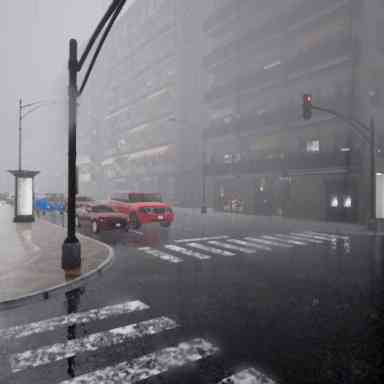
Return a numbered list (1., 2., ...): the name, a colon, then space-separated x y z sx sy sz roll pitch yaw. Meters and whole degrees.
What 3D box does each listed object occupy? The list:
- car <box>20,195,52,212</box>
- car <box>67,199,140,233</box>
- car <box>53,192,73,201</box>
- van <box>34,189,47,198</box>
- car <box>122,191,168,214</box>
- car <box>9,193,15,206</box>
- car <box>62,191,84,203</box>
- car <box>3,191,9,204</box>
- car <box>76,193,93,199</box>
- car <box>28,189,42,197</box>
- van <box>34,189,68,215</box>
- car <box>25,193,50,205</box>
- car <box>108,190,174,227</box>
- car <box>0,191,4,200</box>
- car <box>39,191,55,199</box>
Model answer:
1. car: -14.684 0.996 31.114 1.887 1.381 4.507 2 0 -36
2. car: -4.754 1.260 17.354 1.887 1.381 4.507 2 0 -36
3. car: -21.136 0.746 54.372 1.947 1.339 4.313 2 0 -36
4. van: -31.061 0.258 68.133 1.690 1.788 3.998 2 0 -36
5. car: -4.577 0.934 31.438 2.192 1.841 5.009 2 0 -36
6. car: -17.994 0.908 35.701 1.887 1.381 4.507 2 0 -36
7. car: -17.822 0.708 49.785 1.967 1.590 4.097 2 0 -36
8. car: -21.205 0.803 40.150 1.752 1.417 4.829 2 0 -36
9. car: -9.214 1.043 27.943 1.882 1.535 5.008 1 1 -36
10. car: -34.374 0.270 72.719 1.967 1.590 4.097 2 0 -36
11. van: -11.368 0.880 26.527 1.690 1.788 3.998 2 0 -36
12. car: -19.995 0.826 42.965 2.033 1.411 5.357 1 0 -35
13. car: -3.278 0.945 19.721 2.150 2.045 5.566 1 1 -36
14. car: -27.922 0.540 49.462 1.967 1.590 4.097 2 0 -36
15. car: -27.855 0.527 63.684 1.752 1.417 4.829 2 0 -36
